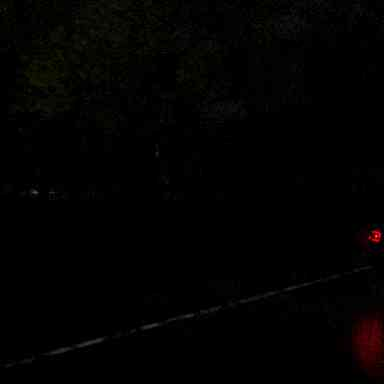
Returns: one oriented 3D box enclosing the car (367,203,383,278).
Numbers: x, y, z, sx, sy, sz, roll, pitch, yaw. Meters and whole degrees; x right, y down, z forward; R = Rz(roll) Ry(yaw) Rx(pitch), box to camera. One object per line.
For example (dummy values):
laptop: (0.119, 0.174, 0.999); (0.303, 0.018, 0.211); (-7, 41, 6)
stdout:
car: (6.746, 1.166, 8.570); (5.566, 2.045, 2.150); (-1, 0, -35)
